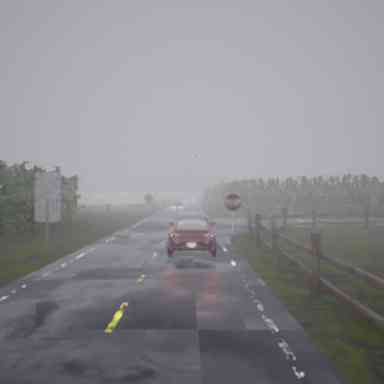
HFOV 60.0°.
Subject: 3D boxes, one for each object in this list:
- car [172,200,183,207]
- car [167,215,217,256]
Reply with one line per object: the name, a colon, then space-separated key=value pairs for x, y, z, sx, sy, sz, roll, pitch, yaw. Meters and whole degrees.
car: x=-2.820 y=2.165 z=65.092 sx=1.994 sy=1.385 sz=4.181 roll=0 pitch=0 yaw=1
car: x=0.008 y=1.661 z=13.660 sx=1.812 sy=1.442 sz=4.674 roll=0 pitch=-1 yaw=0
